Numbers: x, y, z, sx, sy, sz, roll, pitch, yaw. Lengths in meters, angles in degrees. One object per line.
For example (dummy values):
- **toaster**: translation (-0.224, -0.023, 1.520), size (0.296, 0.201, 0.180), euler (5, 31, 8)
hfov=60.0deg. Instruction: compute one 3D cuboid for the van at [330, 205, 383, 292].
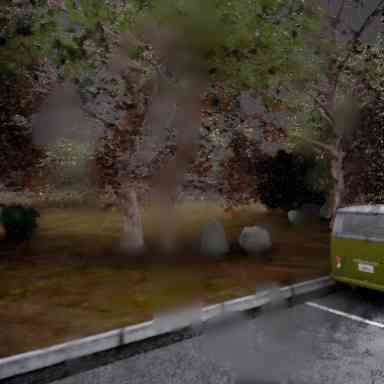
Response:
- **van**: translation (5.278, 1.257, 7.819), size (4.442, 1.987, 1.878), euler (0, 0, -33)
